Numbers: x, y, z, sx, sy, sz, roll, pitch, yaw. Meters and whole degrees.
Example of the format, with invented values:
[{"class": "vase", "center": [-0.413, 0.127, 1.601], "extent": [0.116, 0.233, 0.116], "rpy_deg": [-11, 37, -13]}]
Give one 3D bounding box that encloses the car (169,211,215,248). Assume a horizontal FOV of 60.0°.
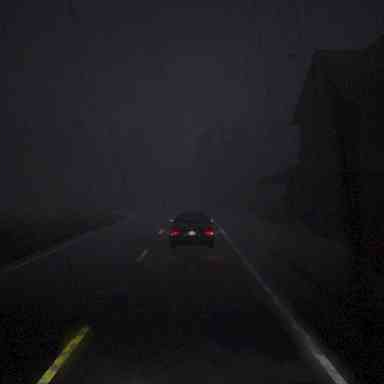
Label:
[{"class": "car", "center": [0.000, 1.560, 14.650], "extent": [2.033, 1.411, 5.357], "rpy_deg": [0, 0, 0]}]
